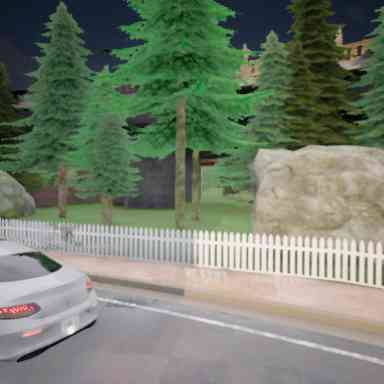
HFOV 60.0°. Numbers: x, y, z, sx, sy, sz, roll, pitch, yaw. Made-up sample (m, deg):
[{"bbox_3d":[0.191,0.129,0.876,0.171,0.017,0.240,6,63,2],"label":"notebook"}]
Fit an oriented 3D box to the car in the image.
[{"bbox_3d":[-3.620,1.456,5.159,4.674,1.442,1.812,1,0,25],"label":"car"}]
